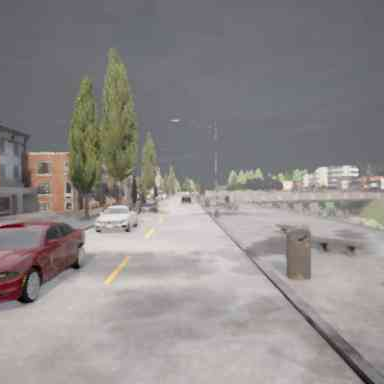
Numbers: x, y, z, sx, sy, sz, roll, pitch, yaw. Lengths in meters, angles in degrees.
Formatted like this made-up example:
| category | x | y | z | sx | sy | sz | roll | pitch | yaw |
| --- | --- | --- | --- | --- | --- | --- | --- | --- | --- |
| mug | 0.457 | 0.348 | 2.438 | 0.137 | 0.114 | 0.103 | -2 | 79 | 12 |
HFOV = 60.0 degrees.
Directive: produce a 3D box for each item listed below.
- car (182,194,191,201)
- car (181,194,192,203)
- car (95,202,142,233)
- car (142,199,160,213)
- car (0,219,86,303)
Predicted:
| category | x | y | z | sx | sy | sz | roll | pitch | yaw |
| --- | --- | --- | --- | --- | --- | --- | --- | --- | --- |
| car | -1.275 | 1.234 | 75.011 | 1.994 | 1.385 | 4.181 | -1 | 0 | -1 |
| car | -1.094 | 1.277 | 64.593 | 1.882 | 1.535 | 5.008 | -1 | 0 | -1 |
| car | -4.404 | 1.531 | 19.961 | 1.812 | 1.442 | 4.674 | -1 | 0 | -1 |
| car | -4.603 | 1.481 | 35.868 | 1.812 | 1.442 | 4.674 | -1 | 0 | -1 |
| car | -4.217 | 1.519 | 8.470 | 1.882 | 1.535 | 5.008 | -1 | 0 | -1 |
